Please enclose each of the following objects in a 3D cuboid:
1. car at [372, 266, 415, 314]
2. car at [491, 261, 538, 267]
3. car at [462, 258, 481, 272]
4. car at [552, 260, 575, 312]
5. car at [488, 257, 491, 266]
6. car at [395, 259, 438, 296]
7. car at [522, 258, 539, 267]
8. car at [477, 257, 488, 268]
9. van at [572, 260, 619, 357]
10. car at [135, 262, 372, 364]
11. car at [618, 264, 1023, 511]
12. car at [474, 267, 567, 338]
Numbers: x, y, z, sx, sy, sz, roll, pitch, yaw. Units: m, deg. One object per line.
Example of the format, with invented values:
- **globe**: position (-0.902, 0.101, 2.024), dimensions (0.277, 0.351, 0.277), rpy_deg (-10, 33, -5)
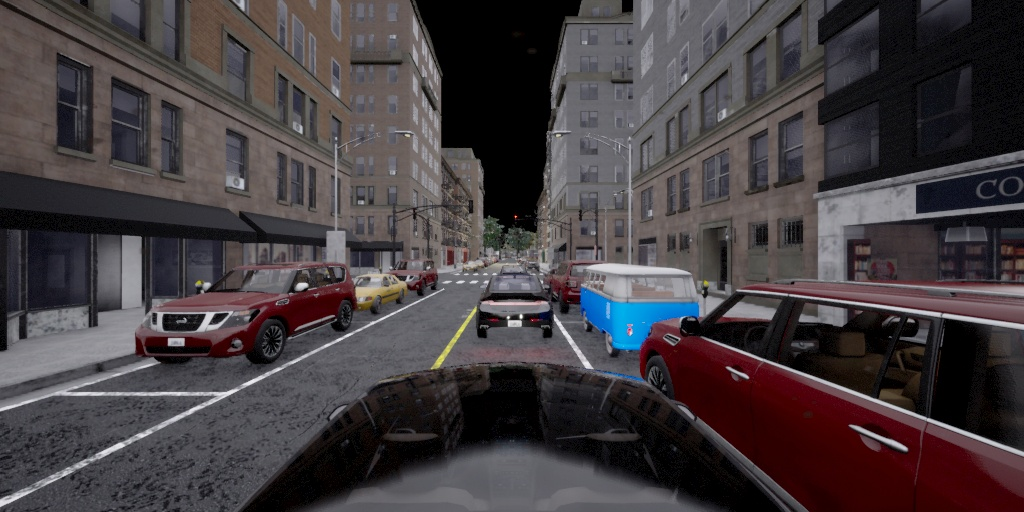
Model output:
- **car**: position (-5.391, 1.275, 13.782), dimensions (1.751, 1.417, 4.829), rpy_deg (0, 0, 0)
- **car**: position (0.082, 1.240, 20.191), dimensions (2.128, 1.511, 4.902), rpy_deg (0, 0, -1)
- **car**: position (-5.383, 1.272, 46.468), dimensions (1.751, 1.417, 4.829), rpy_deg (0, 0, 0)
- **car**: position (2.646, 1.064, 13.945), dimensions (2.192, 1.841, 5.009), rpy_deg (0, 0, 0)
- **car**: position (-5.365, 1.061, 63.084), dimensions (2.192, 1.841, 5.009), rpy_deg (0, 0, 0)
- **car**: position (-5.388, 1.063, 19.631), dimensions (2.192, 1.841, 5.009), rpy_deg (0, 0, 0)
- **car**: position (2.670, 1.297, 46.633), dimensions (2.007, 1.370, 4.403), rpy_deg (0, 0, 0)
- **car**: position (-5.371, 1.272, 57.432), dimensions (1.751, 1.417, 4.829), rpy_deg (0, 0, 0)
- **van**: position (2.642, 1.091, 8.266), dimensions (1.690, 1.789, 3.998), rpy_deg (0, 0, 0)
- **car**: position (-5.394, 1.064, 8.274), dimensions (2.192, 1.841, 5.009), rpy_deg (0, 0, 0)
- **car**: position (2.638, 1.065, 2.587), dimensions (2.192, 1.841, 5.009), rpy_deg (0, 0, 0)
- **car**: position (0.079, 1.241, 10.140), dimensions (2.128, 1.511, 4.902), rpy_deg (0, 0, 0)
